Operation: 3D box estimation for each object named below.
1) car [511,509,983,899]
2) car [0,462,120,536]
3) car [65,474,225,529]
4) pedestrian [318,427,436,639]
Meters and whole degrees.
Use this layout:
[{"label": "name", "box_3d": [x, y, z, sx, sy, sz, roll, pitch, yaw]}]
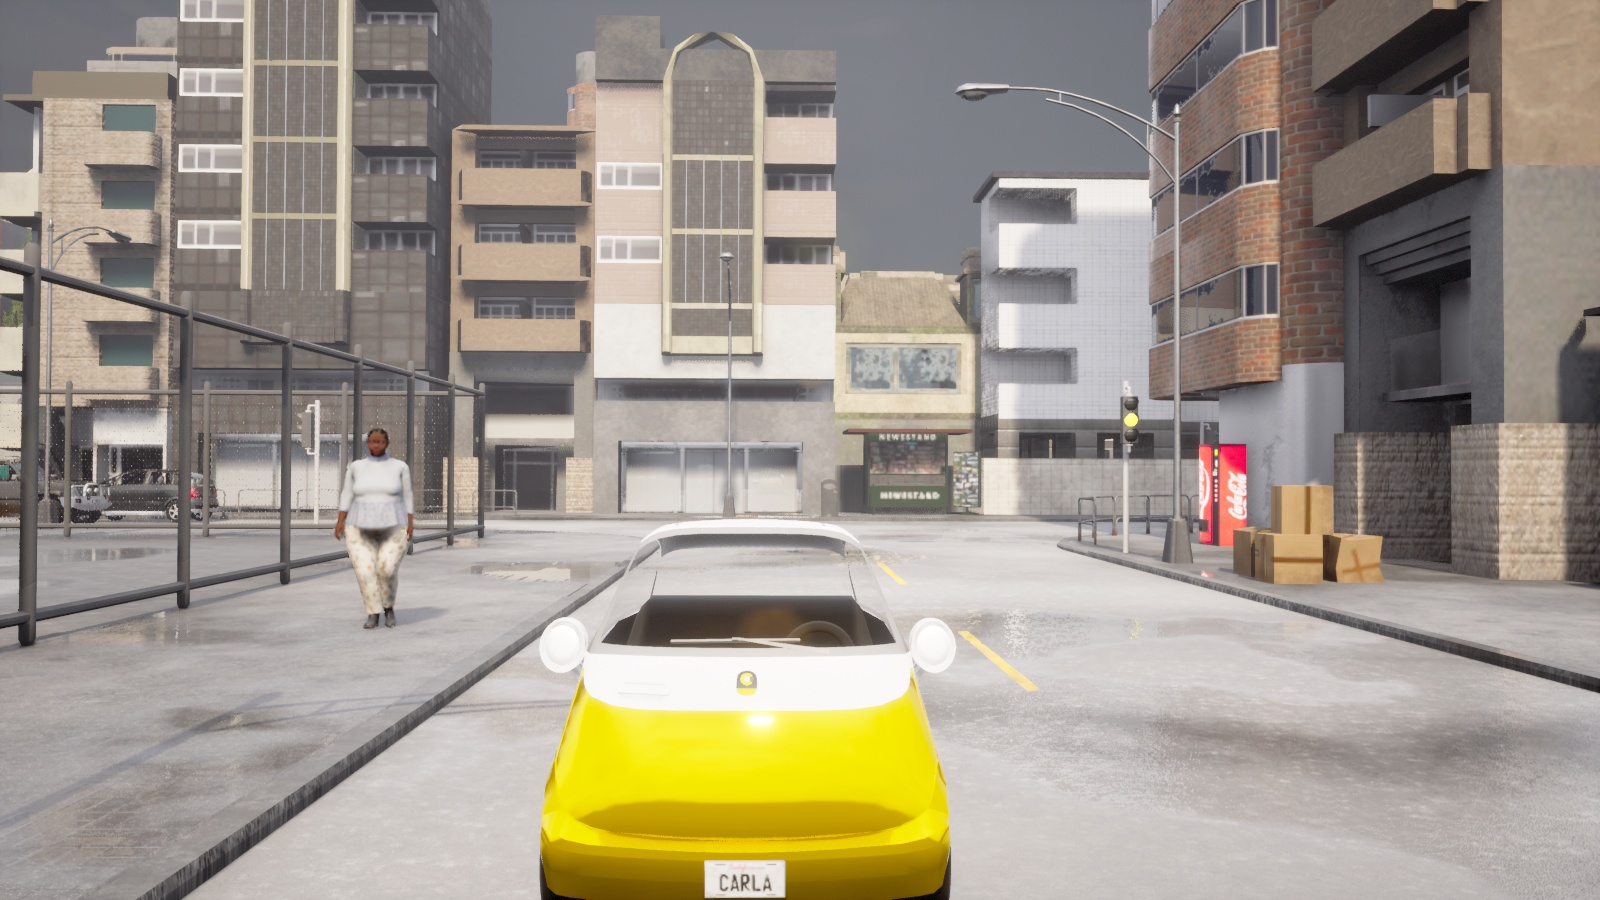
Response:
[{"label": "car", "box_3d": [-0.190, 0.955, 5.061, 1.481, 1.376, 2.207, 0, -1, -1]}, {"label": "car", "box_3d": [-20.481, 1.259, 32.573, 4.605, 1.855, 1.932, 0, -1, -1]}, {"label": "car", "box_3d": [-19.040, 1.483, 36.607, 3.705, 1.549, 1.789, 0, -1, -2]}, {"label": "pedestrian", "box_3d": [-3.852, 0.732, 11.507, 0.874, 1.855, 0.900, 0, -1, -8]}]
